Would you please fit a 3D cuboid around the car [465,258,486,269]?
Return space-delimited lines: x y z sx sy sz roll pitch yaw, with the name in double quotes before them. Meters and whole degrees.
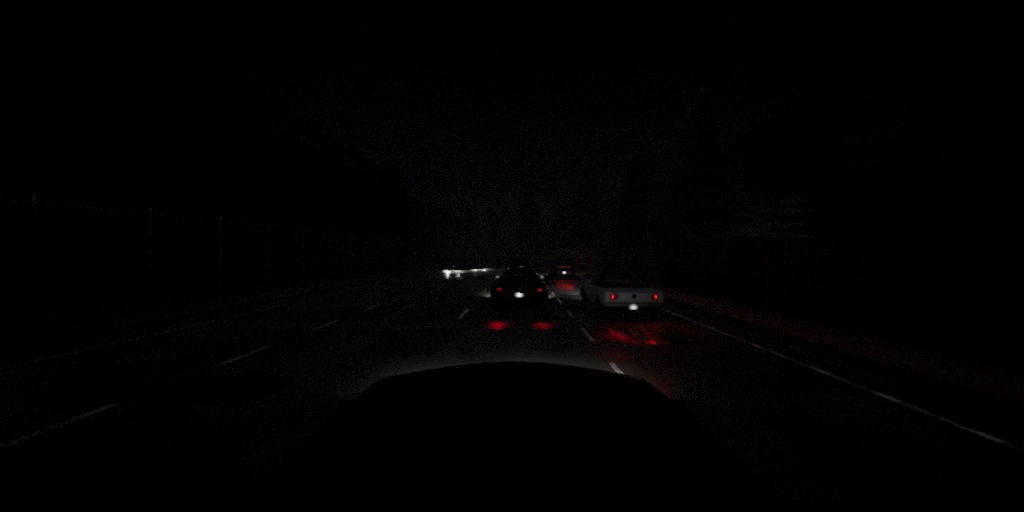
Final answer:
"car" -4.855 0.884 45.091 1.994 1.385 4.181 0 1 -31

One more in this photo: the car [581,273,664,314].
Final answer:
"car" 3.779 1.260 13.210 1.895 1.301 4.718 0 1 1

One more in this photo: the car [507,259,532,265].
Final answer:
"car" 0.602 0.989 30.233 1.837 1.490 4.892 0 0 1

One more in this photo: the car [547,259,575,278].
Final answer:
"car" 4.101 1.006 30.148 1.837 1.490 4.892 0 0 1

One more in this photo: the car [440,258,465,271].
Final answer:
"car" -7.046 0.911 41.118 1.994 1.385 4.181 0 0 -20

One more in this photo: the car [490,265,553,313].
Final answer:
"car" 0.283 1.204 13.529 1.994 1.385 4.181 0 1 2
